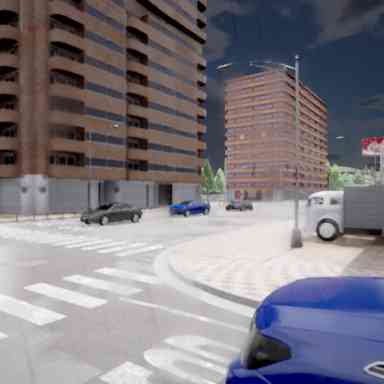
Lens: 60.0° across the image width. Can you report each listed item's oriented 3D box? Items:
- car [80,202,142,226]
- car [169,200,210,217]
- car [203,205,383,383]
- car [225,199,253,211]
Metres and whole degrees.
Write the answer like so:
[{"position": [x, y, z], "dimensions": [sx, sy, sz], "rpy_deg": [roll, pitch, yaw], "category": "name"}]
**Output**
[{"position": [-5.651, 1.519, 23.743], "dimensions": [1.837, 1.490, 4.892], "rpy_deg": [0, 0, 35], "category": "car"}, {"position": [-0.169, 1.492, 31.471], "dimensions": [1.882, 1.535, 5.008], "rpy_deg": [0, 0, 36], "category": "car"}, {"position": [2.934, 1.225, 1.888], "dimensions": [5.566, 2.045, 2.150], "rpy_deg": [0, 0, 36], "category": "car"}, {"position": [5.639, 1.578, 39.588], "dimensions": [1.994, 1.385, 4.181], "rpy_deg": [0, 0, 36], "category": "car"}]
